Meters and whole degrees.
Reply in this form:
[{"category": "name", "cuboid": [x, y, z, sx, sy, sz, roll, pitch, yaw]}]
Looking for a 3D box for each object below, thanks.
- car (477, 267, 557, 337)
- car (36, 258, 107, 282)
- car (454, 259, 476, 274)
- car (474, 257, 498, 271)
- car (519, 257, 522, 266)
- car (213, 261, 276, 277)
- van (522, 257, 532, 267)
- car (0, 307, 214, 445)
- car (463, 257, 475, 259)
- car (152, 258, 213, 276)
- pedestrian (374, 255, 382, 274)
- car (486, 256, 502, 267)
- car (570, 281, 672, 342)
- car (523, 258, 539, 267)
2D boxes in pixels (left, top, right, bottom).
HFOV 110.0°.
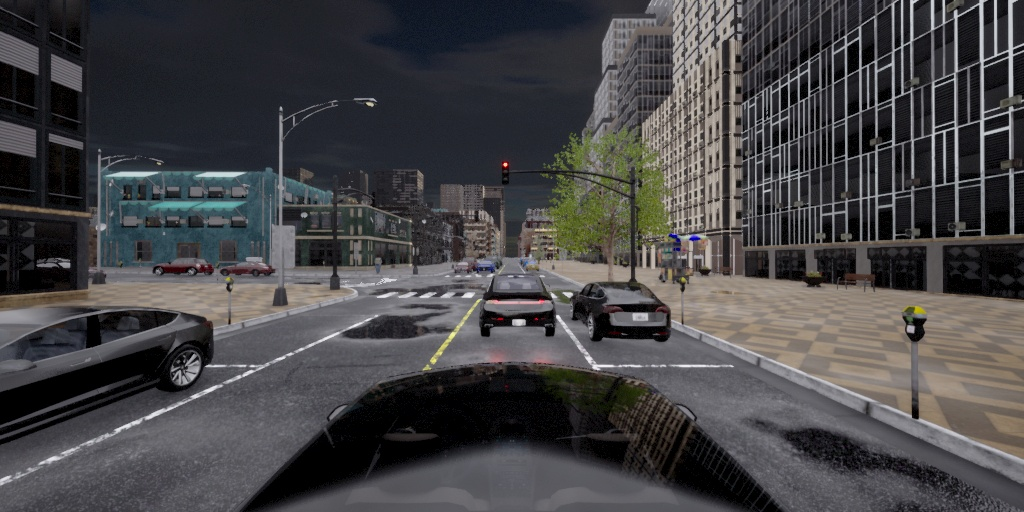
[{"category": "car", "cuboid": [0.112, 1.242, 10.277, 2.128, 1.511, 4.902, 0, 0, -1]}, {"category": "car", "cuboid": [-28.246, 0.980, 22.546, 4.207, 1.307, 1.802, 0, 0, -1]}, {"category": "car", "cuboid": [-5.681, 1.334, 42.085, 1.802, 1.307, 4.207, 0, 0, 0]}, {"category": "car", "cuboid": [-3.076, 1.230, 42.935, 1.882, 1.535, 5.008, 0, 0, 2]}, {"category": "car", "cuboid": [2.705, 1.305, 64.289, 2.007, 1.370, 4.403, 0, 0, 0]}, {"category": "car", "cuboid": [-22.815, 1.090, 31.002, 4.207, 1.307, 1.802, 0, 0, -1]}, {"category": "van", "cuboid": [2.702, 1.094, 53.187, 1.690, 1.789, 3.998, 0, 0, 0]}, {"category": "car", "cuboid": [-5.689, 1.316, 4.069, 1.948, 1.339, 4.313, 0, 0, 0]}, {"category": "car", "cuboid": [-5.679, 1.068, 47.636, 2.192, 1.841, 5.009, 0, 0, 0]}, {"category": "car", "cuboid": [-28.362, 0.879, 30.925, 4.097, 1.591, 1.967, 0, 0, -1]}, {"category": "pedestrian", "cuboid": [-12.742, 0.789, 34.091, 0.375, 1.860, 0.375, 0, -1, -1]}, {"category": "car", "cuboid": [-3.058, 0.975, 54.261, 2.150, 2.045, 5.566, 0, 0, 0]}, {"category": "car", "cuboid": [2.692, 1.316, 9.607, 1.948, 1.339, 4.313, 0, 0, 0]}, {"category": "car", "cuboid": [2.701, 1.278, 47.806, 1.751, 1.417, 4.829, 0, 0, 0]}]
